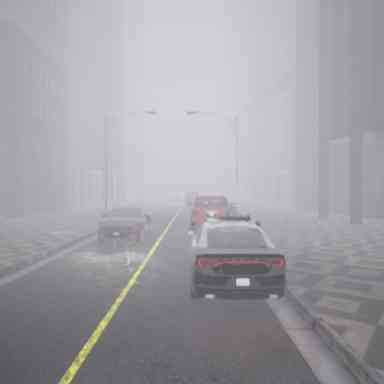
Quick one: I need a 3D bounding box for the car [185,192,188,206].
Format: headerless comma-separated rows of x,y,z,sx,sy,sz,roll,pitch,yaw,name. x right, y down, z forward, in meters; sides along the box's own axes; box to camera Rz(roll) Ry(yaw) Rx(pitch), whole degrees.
0.122,0.971,48.283,2.150,2.045,5.566,0,0,1,car

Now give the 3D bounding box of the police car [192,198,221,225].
0.944,1.314,24.514,1.930,1.638,5.238,0,0,0,police car

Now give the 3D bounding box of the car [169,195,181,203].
-2.951,1.236,59.553,1.994,1.385,4.181,0,0,1,car

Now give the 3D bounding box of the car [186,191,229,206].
0.932,1.146,18.433,2.150,2.045,5.566,0,0,0,car

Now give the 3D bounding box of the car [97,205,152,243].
-3.072,1.411,15.986,1.882,1.535,5.008,0,0,0,car

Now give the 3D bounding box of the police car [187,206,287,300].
0.914,1.393,8.515,1.930,1.638,5.238,0,0,0,police car
